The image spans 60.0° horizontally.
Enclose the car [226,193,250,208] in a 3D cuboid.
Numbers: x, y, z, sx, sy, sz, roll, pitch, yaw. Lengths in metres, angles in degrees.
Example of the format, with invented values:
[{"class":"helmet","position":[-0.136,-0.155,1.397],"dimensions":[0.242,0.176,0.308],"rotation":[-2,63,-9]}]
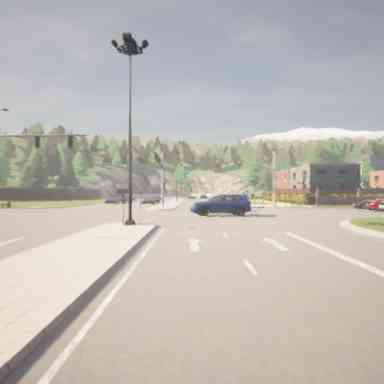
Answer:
[{"class":"car","position":[6.734,1.239,49.291],"dimensions":[2.150,2.045,5.566],"rotation":[-1,0,-8]}]

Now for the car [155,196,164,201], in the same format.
[{"class":"car","position":[-8.016,1.581,82.160],"dimensions":[1.994,1.385,4.181],"rotation":[0,0,0]}]

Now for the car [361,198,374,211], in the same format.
[{"class":"car","position":[23.144,1.235,38.476],"dimensions":[5.566,2.045,2.150],"rotation":[0,0,-1]}]

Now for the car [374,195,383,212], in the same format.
[{"class":"car","position":[22.756,1.234,34.970],"dimensions":[5.566,2.045,2.150],"rotation":[0,0,-1]}]

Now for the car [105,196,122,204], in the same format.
[{"class":"car","position":[-15.012,1.570,63.024],"dimensions":[2.033,1.411,5.357],"rotation":[0,0,0]}]

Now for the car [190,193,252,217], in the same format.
[{"class":"car","position":[2.806,1.232,31.264],"dimensions":[5.566,2.045,2.150],"rotation":[0,0,-1]}]

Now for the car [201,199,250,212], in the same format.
[{"class":"car","position":[3.762,1.561,38.272],"dimensions":[5.357,1.411,2.033],"rotation":[0,0,-1]}]

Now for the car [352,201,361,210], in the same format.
[{"class":"car","position":[22.772,1.506,41.970],"dimensions":[4.902,1.511,2.128],"rotation":[0,0,-1]}]

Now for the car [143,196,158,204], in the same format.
[{"class":"car","position":[-8.012,1.548,62.664],"dimensions":[1.812,1.442,4.674],"rotation":[0,0,0]}]

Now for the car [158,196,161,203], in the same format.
[{"class":"car","position":[-8.014,1.550,72.275],"dimensions":[1.812,1.442,4.674],"rotation":[0,0,0]}]

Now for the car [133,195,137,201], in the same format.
[{"class":"car","position":[-15.016,1.569,83.900],"dimensions":[2.033,1.411,5.357],"rotation":[0,0,0]}]

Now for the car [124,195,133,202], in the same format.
[{"class":"car","position":[-15.014,1.526,73.405],"dimensions":[1.837,1.490,4.892],"rotation":[0,0,0]}]
